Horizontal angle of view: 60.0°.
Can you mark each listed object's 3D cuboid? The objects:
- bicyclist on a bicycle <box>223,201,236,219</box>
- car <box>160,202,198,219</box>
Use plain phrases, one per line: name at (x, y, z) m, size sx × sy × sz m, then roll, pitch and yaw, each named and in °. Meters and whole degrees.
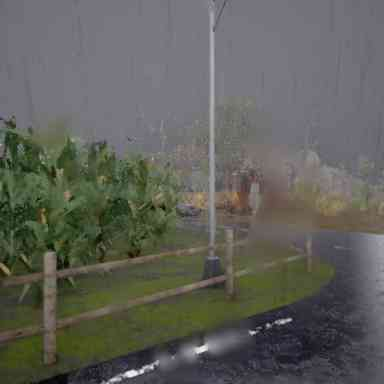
bicyclist on a bicycle at (3.339, 1.592, 29.622) m, size 1.656 × 1.620 × 0.582 m, roll 0°, pitch 0°, yaw -35°
car at (-1.350, 1.683, 31.046) m, size 1.837 × 1.490 × 4.892 m, roll 0°, pitch 0°, yaw -35°
